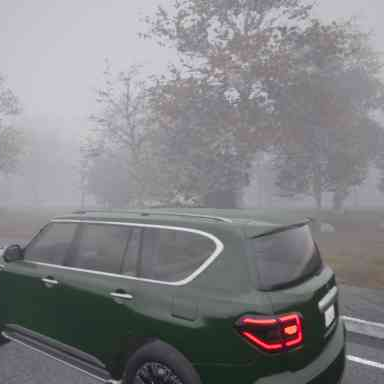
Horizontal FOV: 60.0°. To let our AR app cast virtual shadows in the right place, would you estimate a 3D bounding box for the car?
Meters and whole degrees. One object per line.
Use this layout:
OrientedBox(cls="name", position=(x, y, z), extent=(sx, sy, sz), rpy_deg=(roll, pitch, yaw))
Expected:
OrientedBox(cls="car", position=(-0.940, 1.218, 4.580), extent=(5.566, 2.045, 2.150), rpy_deg=(0, 0, 35))
